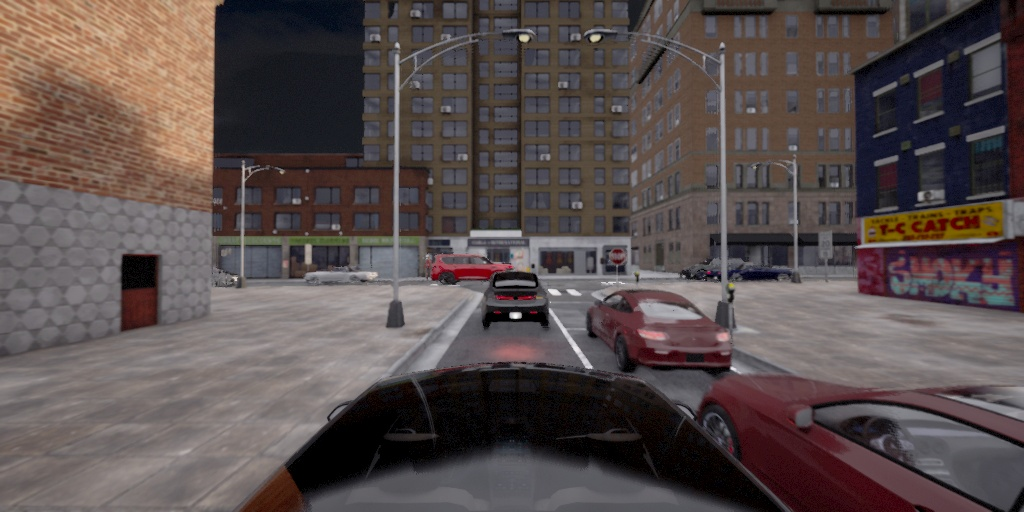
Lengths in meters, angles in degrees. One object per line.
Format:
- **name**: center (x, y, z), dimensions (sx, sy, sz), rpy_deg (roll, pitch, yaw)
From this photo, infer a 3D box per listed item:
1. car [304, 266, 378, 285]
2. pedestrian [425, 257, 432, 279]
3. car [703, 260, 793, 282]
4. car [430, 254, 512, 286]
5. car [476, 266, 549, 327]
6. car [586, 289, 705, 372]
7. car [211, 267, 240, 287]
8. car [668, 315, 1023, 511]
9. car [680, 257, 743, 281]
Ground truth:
- **car**: center (-12.577, 1.427, 26.441), dimensions (4.718, 1.301, 1.895), rpy_deg (-1, -1, 0)
- **pedestrian**: center (-6.824, 0.949, 29.336), dimensions (0.375, 1.860, 0.375), rpy_deg (0, 0, 0)
- **car**: center (15.490, 1.107, 23.385), dimensions (4.718, 1.301, 1.895), rpy_deg (0, -1, 0)
- **car**: center (-2.513, 0.905, 23.452), dimensions (5.566, 2.045, 2.150), rpy_deg (0, -1, 1)
- **car**: center (0.108, 1.225, 11.331), dimensions (1.837, 1.490, 4.892), rpy_deg (0, 0, 0)
- **car**: center (2.639, 1.315, 7.257), dimensions (1.802, 1.307, 4.207), rpy_deg (0, 0, 0)
- **car**: center (-20.524, 1.374, 23.527), dimensions (4.902, 1.511, 2.128), rpy_deg (-1, -1, 0)
- **car**: center (2.638, 1.332, 1.818), dimensions (1.802, 1.307, 4.207), rpy_deg (0, 0, 0)
- **car**: center (14.874, 0.910, 26.335), dimensions (4.553, 1.767, 2.097), rpy_deg (0, -1, 0)
